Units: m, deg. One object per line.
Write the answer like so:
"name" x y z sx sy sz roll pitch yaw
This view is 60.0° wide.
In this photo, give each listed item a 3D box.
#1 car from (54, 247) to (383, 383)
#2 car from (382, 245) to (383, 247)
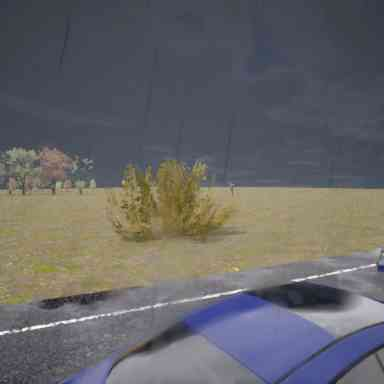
"car" 1.165 1.526 2.696 4.674 1.442 1.812 0 0 -29
"car" 6.796 1.549 9.252 2.033 1.411 5.357 0 0 44
